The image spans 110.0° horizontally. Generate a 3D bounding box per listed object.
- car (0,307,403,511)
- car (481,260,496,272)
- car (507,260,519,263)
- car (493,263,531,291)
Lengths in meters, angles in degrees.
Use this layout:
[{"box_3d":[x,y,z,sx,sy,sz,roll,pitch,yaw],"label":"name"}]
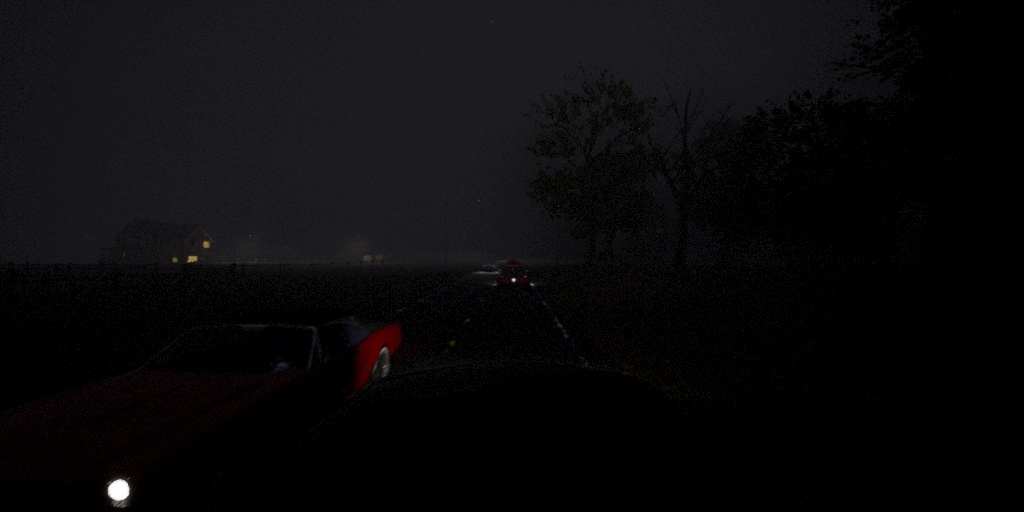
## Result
[{"box_3d":[-2.850,1.351,4.082,1.895,1.301,4.718,0,0,0],"label":"car"},{"box_3d":[-2.827,1.264,45.978,1.812,1.442,4.674,0,0,0],"label":"car"},{"box_3d":[0.105,1.244,42.901,1.837,1.490,4.892,0,0,0],"label":"car"},{"box_3d":[0.097,1.313,22.005,1.994,1.385,4.181,0,0,0],"label":"car"}]
